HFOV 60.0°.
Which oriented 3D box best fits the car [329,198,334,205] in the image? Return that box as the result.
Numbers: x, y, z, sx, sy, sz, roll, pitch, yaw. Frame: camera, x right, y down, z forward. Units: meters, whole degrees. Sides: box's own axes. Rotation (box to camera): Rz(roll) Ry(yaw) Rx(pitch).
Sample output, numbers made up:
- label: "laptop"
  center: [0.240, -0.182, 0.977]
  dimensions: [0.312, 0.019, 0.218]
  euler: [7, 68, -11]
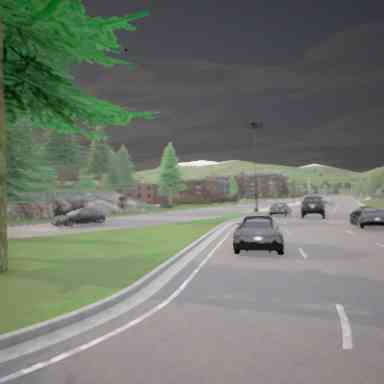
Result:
- label: "car"
  center: [27.629, 1.972, 67.245]
  dimensions: [1.812, 1.442, 4.674]
  euler: [-2, -1, 25]

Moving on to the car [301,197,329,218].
- label: "car"
  center: [12.133, 1.476, 33.072]
  dimensions: [2.150, 2.045, 5.566]
  euler: [-2, -1, 23]

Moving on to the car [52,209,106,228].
- label: "car"
  center: [-9.516, 2.156, 28.349]
  dimensions: [1.812, 1.442, 4.674]
  euler: [-2, -1, 39]

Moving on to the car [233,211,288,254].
- label: "car"
  center: [2.897, 1.729, 14.366]
  dimensions: [1.994, 1.385, 4.181]
  euler: [-1, -1, 12]

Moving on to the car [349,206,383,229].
- label: "car"
  center: [12.047, 1.663, 22.577]
  dimensions: [1.994, 1.385, 4.181]
  euler: [-1, -1, 16]

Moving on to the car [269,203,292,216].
- label: "car"
  center: [9.648, 1.900, 36.168]
  dimensions: [2.033, 1.411, 5.357]
  euler: [-2, -1, 24]
